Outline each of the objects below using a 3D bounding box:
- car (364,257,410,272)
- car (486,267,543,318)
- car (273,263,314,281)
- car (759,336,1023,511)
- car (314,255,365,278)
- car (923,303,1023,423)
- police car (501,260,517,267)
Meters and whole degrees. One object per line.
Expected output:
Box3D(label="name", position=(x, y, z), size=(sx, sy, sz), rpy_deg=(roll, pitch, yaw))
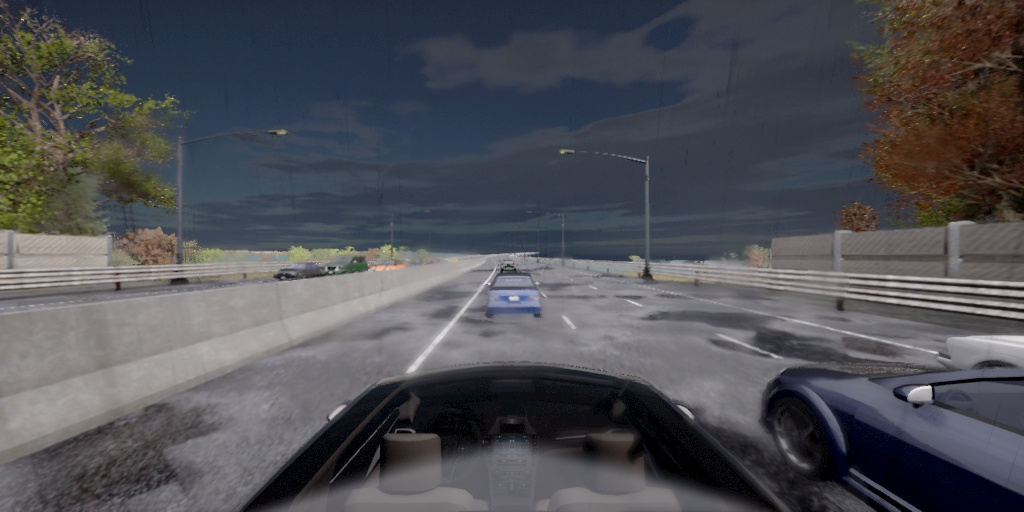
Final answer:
Box3D(label="car", position=(-10.871, 1.104, 31.460), size=(2.097, 1.767, 4.553), rpy_deg=(0, 0, -1))
Box3D(label="car", position=(0.052, 1.299, 13.011), size=(2.033, 1.411, 5.357), rpy_deg=(0, 0, 0))
Box3D(label="car", position=(-17.856, 1.300, 30.570), size=(2.033, 1.411, 5.357), rpy_deg=(0, 0, -1))
Box3D(label="car", position=(3.590, 1.313, 2.037), size=(1.994, 1.385, 4.181), rpy_deg=(0, 0, 0))
Box3D(label="car", position=(-14.365, 0.972, 31.096), size=(2.150, 2.045, 5.566), rpy_deg=(0, 0, -1))
Box3D(label="car", position=(7.092, 1.350, 2.995), size=(1.895, 1.301, 4.718), rpy_deg=(0, 0, 0))
Box3D(label="police car", position=(-0.423, 1.249, 43.582), size=(2.038, 1.542, 4.974), rpy_deg=(0, 0, -1))
